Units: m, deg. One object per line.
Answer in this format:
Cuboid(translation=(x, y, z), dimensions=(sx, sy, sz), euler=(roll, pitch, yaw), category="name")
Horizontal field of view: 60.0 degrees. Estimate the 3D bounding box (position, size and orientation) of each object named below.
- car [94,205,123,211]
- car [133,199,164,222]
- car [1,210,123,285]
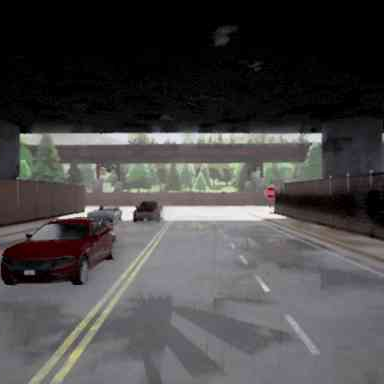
Cuboid(translation=(-6.989, 1.737, 27.186), dimensions=(1.895, 1.301, 4.718), euler=(0, 0, 0), category="car")
Cuboid(translation=(-3.489, 1.488, 27.240), dimensions=(2.097, 1.767, 4.553), euler=(0, 0, 0), category="car")
Cuboid(translation=(-3.578, 1.528, 9.854), dimensions=(1.882, 1.535, 5.008), euler=(0, 0, 0), category="car")
